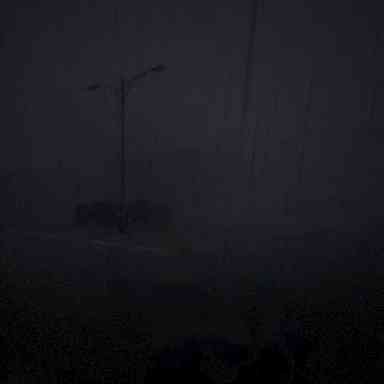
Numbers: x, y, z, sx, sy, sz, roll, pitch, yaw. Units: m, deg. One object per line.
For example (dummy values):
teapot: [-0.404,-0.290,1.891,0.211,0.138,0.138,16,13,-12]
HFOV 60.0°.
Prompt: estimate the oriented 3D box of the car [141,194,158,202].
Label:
car: [-10.296,1.345,80.834,1.905,1.878,3.866,0,0,36]

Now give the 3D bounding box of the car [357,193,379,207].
car: [23.322,1.102,46.255,4.605,1.855,1.932,0,0,36]

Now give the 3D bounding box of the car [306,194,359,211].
car: [15.416,1.303,36.603,4.514,1.523,2.007,0,0,36]

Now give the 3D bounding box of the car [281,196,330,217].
car: [9.500,1.325,28.549,3.633,1.501,1.845,0,0,36]

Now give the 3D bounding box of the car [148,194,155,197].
car: [-8.271,1.509,73.995,2.242,1.667,4.611,0,0,36]

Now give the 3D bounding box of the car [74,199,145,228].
car: [-5.479,1.349,20.921,4.514,1.523,2.007,0,0,36]

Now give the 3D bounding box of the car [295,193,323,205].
car: [18.895,1.086,53.543,3.866,1.878,1.905,0,0,36]

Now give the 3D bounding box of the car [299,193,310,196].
car: [16.444,1.371,51.215,3.806,1.475,1.970,0,0,36]

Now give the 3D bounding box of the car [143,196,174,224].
car: [-3.676,1.340,23.488,5.027,1.636,2.152,0,0,36]
